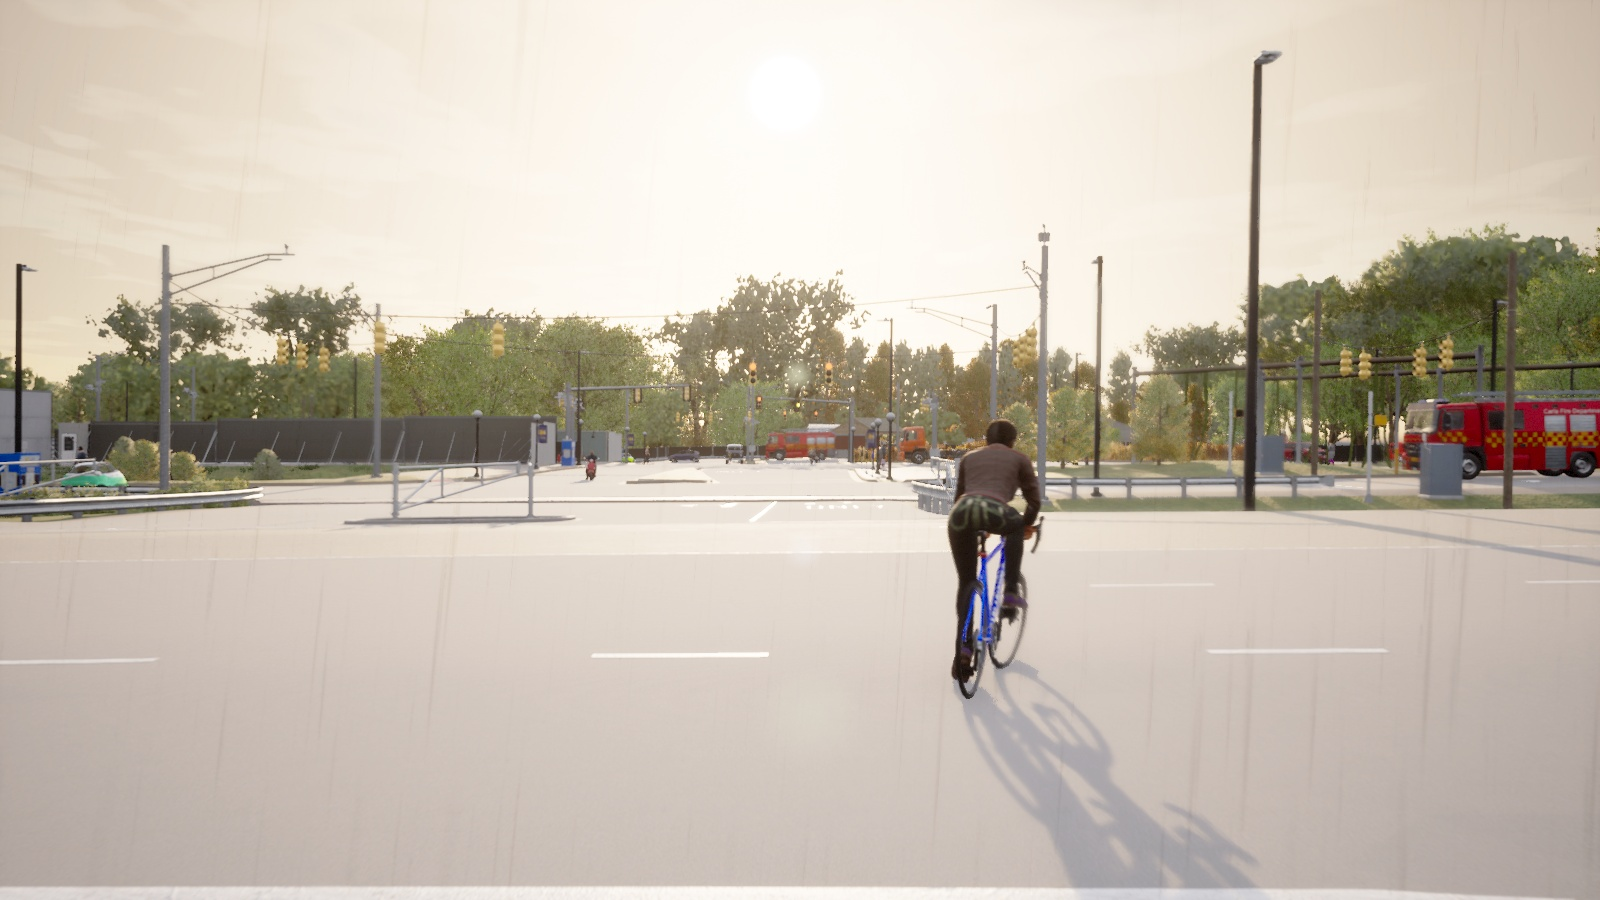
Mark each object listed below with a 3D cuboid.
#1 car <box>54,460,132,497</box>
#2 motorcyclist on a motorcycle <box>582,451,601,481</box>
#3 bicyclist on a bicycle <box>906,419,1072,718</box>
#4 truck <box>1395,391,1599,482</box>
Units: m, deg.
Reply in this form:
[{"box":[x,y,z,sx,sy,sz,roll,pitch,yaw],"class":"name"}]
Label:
[{"box":[-27.682,1.117,49.226,2.207,1.376,1.481,0,1,1],"class":"car"},{"box":[-11.142,0.833,67.199,0.866,1.590,1.817,0,0,-5],"class":"motorcyclist on a motorcycle"},{"box":[1.202,0.637,7.714,0.582,1.620,1.656,2,1,22],"class":"bicyclist on a bicycle"},{"box":[31.388,-0.596,55.855,8.468,3.827,2.891,-1,1,0],"class":"truck"}]
